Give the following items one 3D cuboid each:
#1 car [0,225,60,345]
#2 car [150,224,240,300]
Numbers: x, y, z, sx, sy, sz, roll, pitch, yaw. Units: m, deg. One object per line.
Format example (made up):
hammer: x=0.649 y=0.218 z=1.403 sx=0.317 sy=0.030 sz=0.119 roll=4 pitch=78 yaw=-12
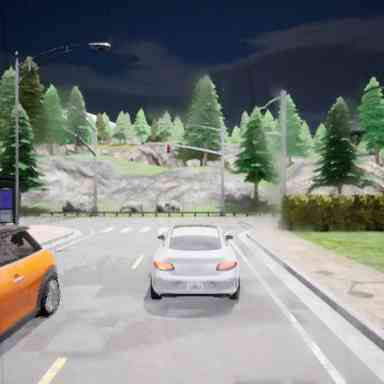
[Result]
car: x=-3.562 y=1.349 z=4.391 sx=2.097 sy=1.767 sz=4.553 roll=0 pitch=0 yaw=0
car: x=0.079 y=1.521 z=8.264 sx=1.812 sy=1.442 sz=4.674 roll=0 pitch=0 yaw=1
